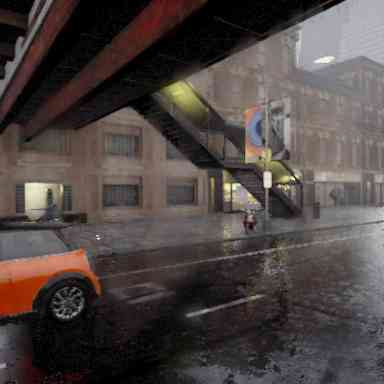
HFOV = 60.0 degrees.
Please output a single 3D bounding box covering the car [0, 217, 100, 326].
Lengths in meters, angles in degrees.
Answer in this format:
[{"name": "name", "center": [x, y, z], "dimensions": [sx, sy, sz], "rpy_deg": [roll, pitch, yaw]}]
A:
[{"name": "car", "center": [-3.981, 1.351, 5.475], "dimensions": [4.553, 1.767, 2.097], "rpy_deg": [0, 0, -35]}]
